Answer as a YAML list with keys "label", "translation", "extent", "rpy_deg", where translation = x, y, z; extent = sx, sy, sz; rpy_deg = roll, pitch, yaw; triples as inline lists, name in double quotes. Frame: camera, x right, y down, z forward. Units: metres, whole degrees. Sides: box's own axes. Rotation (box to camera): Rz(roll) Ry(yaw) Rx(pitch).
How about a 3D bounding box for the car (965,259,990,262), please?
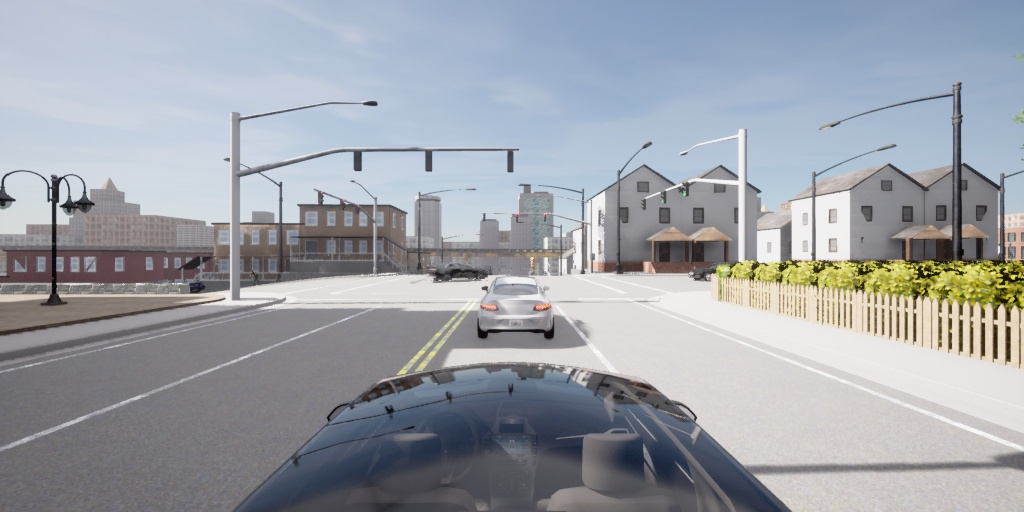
- label: "car"
  translation: [36.927, 1.102, 29.026]
  extent: [4.553, 1.767, 2.097]
  rpy_deg: [0, 0, -1]

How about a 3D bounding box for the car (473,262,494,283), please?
- label: "car"
  translation: [-3.521, 2.162, 45.241]
  extent: [2.150, 2.045, 5.566]
  rpy_deg: [0, -9, 0]

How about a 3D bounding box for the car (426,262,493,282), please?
- label: "car"
  translation: [-4.225, 1.178, 27.916]
  extent: [4.902, 1.511, 2.128]
  rpy_deg: [0, 1, -36]

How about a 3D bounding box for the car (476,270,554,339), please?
- label: "car"
  translation: [0.101, 1.276, 10.000]
  extent: [1.812, 1.442, 4.674]
  rpy_deg: [0, 0, 0]

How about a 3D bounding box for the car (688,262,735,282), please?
- label: "car"
  translation: [16.794, 1.255, 28.810]
  extent: [4.892, 1.490, 1.837]
  rpy_deg: [0, 0, -1]

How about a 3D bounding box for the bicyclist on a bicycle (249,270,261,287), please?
- label: "bicyclist on a bicycle"
  translation: [-25.569, 2.214, 35.577]
  extent: [0.582, 1.620, 1.656]
  rpy_deg: [-8, 0, 0]

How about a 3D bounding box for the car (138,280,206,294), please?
- label: "car"
  translation: [-24.022, 2.306, 24.647]
  extent: [4.718, 1.301, 1.895]
  rpy_deg: [-8, 0, -1]
